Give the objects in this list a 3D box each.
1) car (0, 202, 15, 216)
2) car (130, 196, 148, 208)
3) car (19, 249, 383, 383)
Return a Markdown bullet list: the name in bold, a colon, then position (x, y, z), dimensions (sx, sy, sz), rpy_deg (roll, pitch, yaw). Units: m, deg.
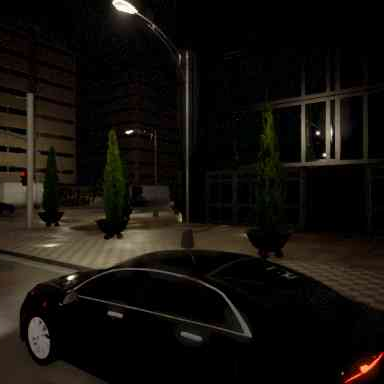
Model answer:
- **car**: position (-19.172, 1.533, 30.759), dimensions (1.882, 1.535, 5.008), rpy_deg (0, 0, 35)
- **car**: position (-8.206, 1.407, 46.292), dimensions (2.097, 1.767, 4.553), rpy_deg (0, 0, 35)
- **car**: position (-0.267, 1.505, 4.183), dimensions (4.892, 1.490, 1.837), rpy_deg (0, 0, 36)
